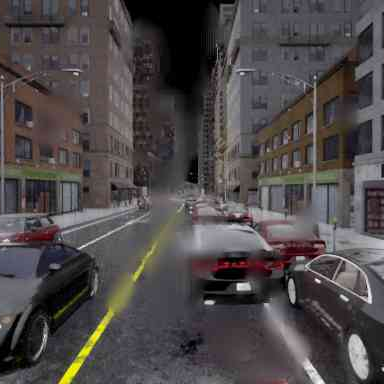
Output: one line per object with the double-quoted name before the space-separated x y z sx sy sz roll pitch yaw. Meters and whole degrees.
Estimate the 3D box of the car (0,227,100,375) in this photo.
"car" -3.003 1.566 5.608 1.994 1.385 4.181 0 0 0

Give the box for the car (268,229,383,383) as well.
"car" 2.750 1.553 5.148 2.008 1.369 4.403 -1 0 0

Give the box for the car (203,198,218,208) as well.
"car" 2.725 1.586 49.189 1.887 1.381 4.507 -1 0 0

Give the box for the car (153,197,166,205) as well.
"car" -5.806 1.599 60.196 1.887 1.381 4.507 -1 0 0

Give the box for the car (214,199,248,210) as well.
"car" 2.739 1.453 21.664 1.967 1.590 4.097 -1 0 0

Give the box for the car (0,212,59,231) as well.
"car" -5.780 1.446 10.649 1.967 1.590 4.097 -1 0 0

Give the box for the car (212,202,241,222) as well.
"car" 2.737 1.562 27.169 1.887 1.381 4.507 -1 0 0

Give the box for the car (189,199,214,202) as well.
"car" 0.887 1.493 24.250 1.882 1.535 5.008 0 0 0

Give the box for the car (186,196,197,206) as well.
"car" -0.032 1.557 58.822 1.837 1.490 4.892 0 0 0

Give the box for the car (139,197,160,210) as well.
"car" -5.798 1.474 43.680 1.967 1.590 4.097 -1 0 0

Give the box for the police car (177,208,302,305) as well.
"police car" 0.680 1.428 8.299 1.930 1.638 5.238 0 0 -5

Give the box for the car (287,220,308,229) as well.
"car" 2.747 1.550 10.654 1.887 1.381 4.507 -1 0 0

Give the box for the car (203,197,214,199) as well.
"car" 2.729 1.600 43.685 1.947 1.339 4.313 -1 0 0

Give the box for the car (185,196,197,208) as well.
"car" 0.001 1.530 47.019 2.128 1.511 4.902 0 0 0

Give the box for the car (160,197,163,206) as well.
"car" -5.800 1.607 49.185 1.947 1.339 4.313 -1 0 0

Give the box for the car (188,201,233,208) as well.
"car" 0.890 1.489 18.250 1.882 1.535 5.008 0 0 0

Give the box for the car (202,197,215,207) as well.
"car" 2.722 1.592 54.695 1.887 1.381 4.507 -1 0 0

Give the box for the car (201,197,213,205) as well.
"car" 2.719 1.599 60.200 1.887 1.381 4.507 -1 0 0

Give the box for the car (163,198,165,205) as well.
"car" -5.803 1.598 54.690 2.008 1.369 4.403 -1 0 0
